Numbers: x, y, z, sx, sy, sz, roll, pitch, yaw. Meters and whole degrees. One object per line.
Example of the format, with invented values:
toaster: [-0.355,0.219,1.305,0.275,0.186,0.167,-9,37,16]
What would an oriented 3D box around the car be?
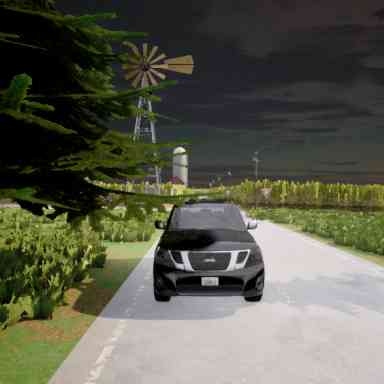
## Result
car: [0.333,1.221,8.623,2.150,2.045,5.566,0,0,0]
